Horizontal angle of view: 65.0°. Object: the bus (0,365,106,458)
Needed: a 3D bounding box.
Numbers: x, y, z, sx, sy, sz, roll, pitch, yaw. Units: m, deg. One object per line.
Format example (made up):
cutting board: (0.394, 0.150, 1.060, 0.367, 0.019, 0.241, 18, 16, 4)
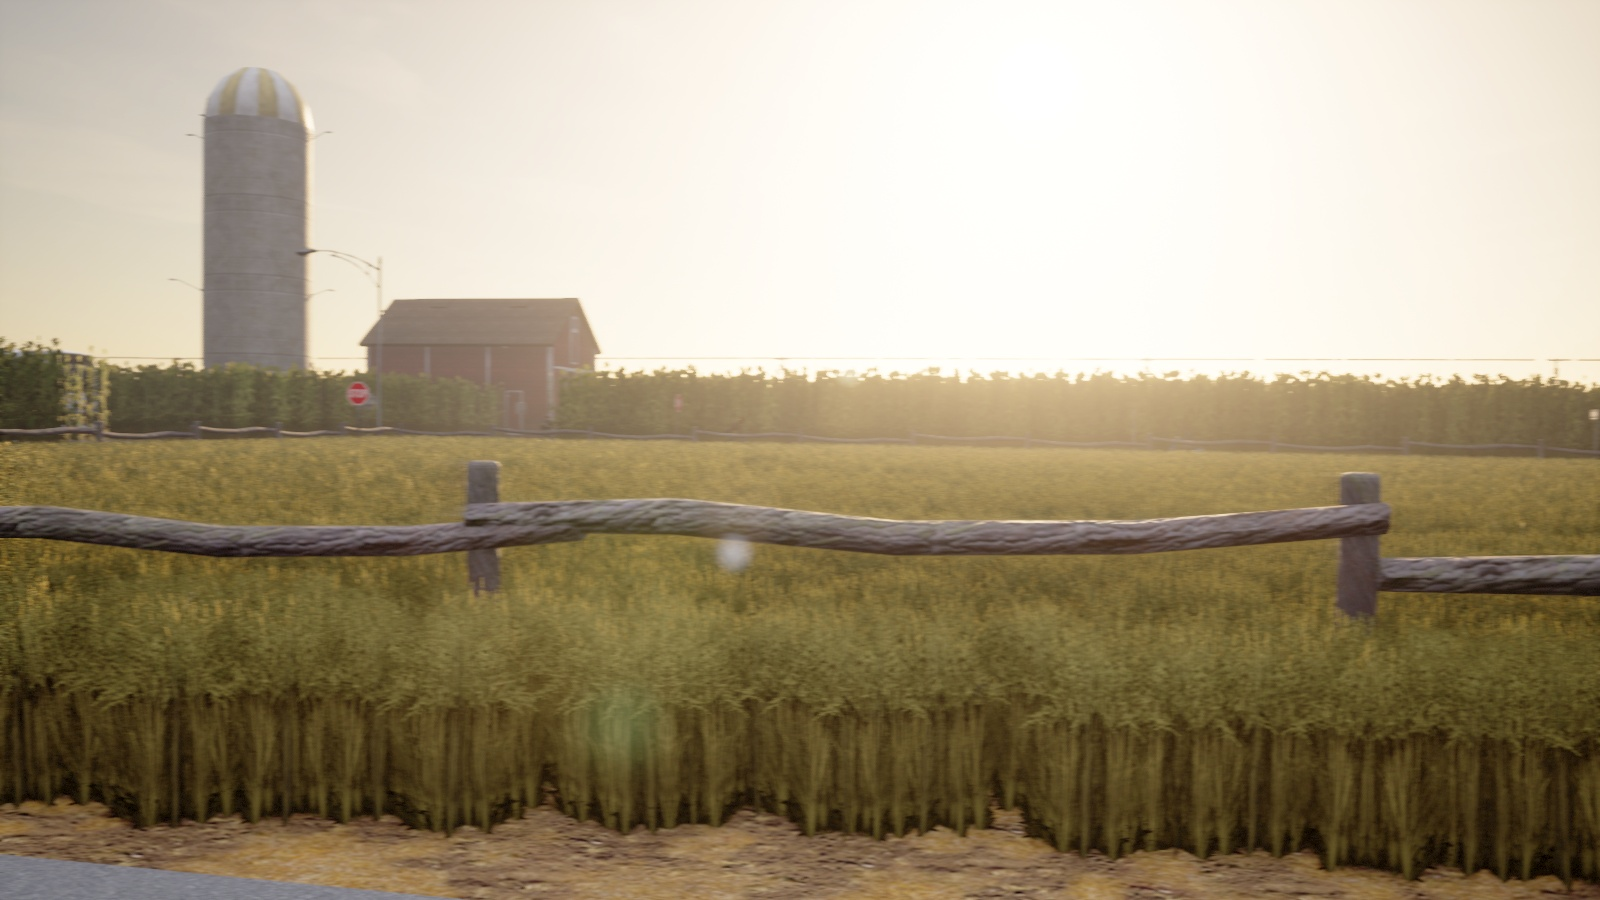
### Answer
bus: (-39.248, -1.843, 60.287, 10.273, 4.253, 3.944, 0, 1, 12)
